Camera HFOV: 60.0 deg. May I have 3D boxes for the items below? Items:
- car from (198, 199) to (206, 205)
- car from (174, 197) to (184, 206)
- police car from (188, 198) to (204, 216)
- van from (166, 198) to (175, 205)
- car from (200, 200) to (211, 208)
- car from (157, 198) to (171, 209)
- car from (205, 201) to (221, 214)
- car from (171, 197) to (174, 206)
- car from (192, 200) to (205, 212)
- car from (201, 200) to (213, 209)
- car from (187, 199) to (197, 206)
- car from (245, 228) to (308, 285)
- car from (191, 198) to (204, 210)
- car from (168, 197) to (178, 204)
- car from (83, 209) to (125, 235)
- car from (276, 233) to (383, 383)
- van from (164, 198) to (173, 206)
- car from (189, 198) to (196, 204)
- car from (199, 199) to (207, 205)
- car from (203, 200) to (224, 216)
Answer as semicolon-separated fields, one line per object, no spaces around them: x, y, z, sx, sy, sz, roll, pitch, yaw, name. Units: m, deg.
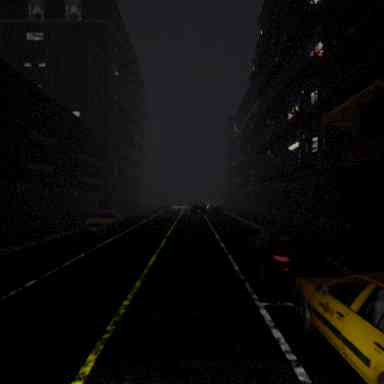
2.627;2.555;86.879;1.887;1.381;4.507;1;-1;0;car
-2.715;2.318;71.065;1.812;1.442;4.674;0;-1;0;car
0.728;1.818;37.884;1.930;1.638;5.238;0;-1;0;police car
-5.251;2.277;81.418;1.690;1.788;3.998;1;-1;0;van
2.616;2.268;64.759;2.008;1.369;4.403;1;-1;0;car
-5.266;2.173;59.125;1.752;1.417;4.829;2;-1;0;car
2.606;1.974;42.809;1.752;1.417;4.829;1;-1;0;car
-5.258;2.033;64.829;2.192;1.841;5.009;2;-1;0;car
0.849;1.965;47.970;1.801;1.575;5.366;0;-1;0;car
2.613;2.193;59.228;1.887;1.381;4.507;1;-1;0;car
0.036;2.274;73.496;2.033;1.411;5.357;0;-1;0;car
2.589;1.674;9.459;1.802;1.307;4.206;1;-1;0;car
0.851;1.931;53.752;2.097;1.767;4.553;0;-1;0;car
-5.245;2.405;92.478;2.192;1.841;5.009;1;-1;0;car
-5.284;1.728;20.421;1.752;1.417;4.829;2;-1;0;car
2.588;1.565;4.100;1.752;1.417;4.829;2;-1;0;car
-5.253;2.201;75.887;1.690;1.788;3.998;2;-1;0;van
0.044;2.439;88.500;1.837;1.490;4.892;0;-1;0;car
2.624;2.479;81.350;1.887;1.381;4.507;1;-1;0;car
2.603;1.928;37.107;1.887;1.381;4.507;1;-1;0;car
